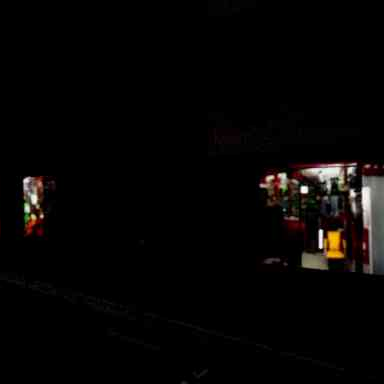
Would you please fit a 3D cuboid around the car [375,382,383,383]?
[{"bbox_3d":[2.625,1.548,1.005,4.403,1.369,2.008,0,0,36],"label":"car"}]
